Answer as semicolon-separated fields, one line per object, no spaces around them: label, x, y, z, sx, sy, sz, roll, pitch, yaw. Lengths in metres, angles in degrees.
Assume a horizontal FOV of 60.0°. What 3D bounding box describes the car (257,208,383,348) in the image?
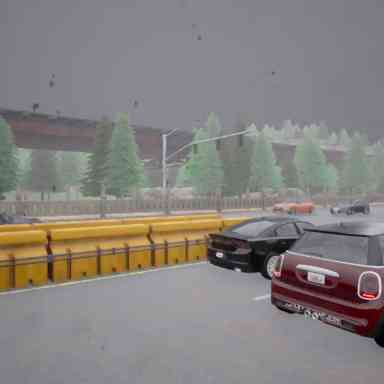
car;3.660;1.352;6.395;4.553;1.767;2.097;0;0;-35

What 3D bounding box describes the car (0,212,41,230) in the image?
car;-9.404;1.547;14.481;5.357;1.411;2.033;0;0;-35

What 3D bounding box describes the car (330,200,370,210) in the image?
car;15.227;1.491;32.042;4.902;1.511;2.128;0;0;-35

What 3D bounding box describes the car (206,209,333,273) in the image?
car;2.738;1.478;10.027;5.008;1.535;1.882;0;0;-35

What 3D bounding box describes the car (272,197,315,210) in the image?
car;9.945;1.352;32.573;4.553;1.767;2.097;0;0;-35
